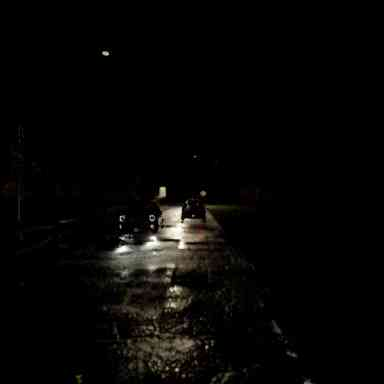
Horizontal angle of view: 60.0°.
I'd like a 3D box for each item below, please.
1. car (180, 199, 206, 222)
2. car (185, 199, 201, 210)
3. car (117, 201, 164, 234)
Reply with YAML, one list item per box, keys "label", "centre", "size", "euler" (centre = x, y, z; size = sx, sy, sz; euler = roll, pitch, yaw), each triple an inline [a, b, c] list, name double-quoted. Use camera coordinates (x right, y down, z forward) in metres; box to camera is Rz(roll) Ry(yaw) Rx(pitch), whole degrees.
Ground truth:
- label: "car"
  centre: [0.098, 1.480, 26.044]
  size: [2.128, 1.511, 4.902]
  euler: [0, 0, 0]
- label: "car"
  centre: [0.101, 1.563, 43.172]
  size: [1.895, 1.301, 4.718]
  euler: [0, 0, 0]
- label: "car"
  centre: [-2.843, 1.346, 19.142]
  size: [2.097, 1.767, 4.553]
  euler: [0, 0, 0]
